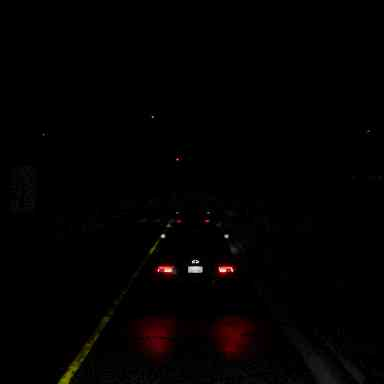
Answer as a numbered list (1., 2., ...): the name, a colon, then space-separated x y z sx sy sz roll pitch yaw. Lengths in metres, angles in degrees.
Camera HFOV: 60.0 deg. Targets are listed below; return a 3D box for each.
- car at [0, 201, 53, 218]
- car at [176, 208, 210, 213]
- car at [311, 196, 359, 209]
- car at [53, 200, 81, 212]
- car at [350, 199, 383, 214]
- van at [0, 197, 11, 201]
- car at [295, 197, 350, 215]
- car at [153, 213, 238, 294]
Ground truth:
1. car: -15.369 1.730 30.301 4.206 1.307 1.802 -1 1 0
2. car: 0.048 1.551 18.162 1.994 1.385 4.181 0 0 0
3. car: 16.626 1.237 38.849 4.829 1.417 1.752 -1 1 0
4. car: -15.556 1.589 38.824 4.829 1.417 1.752 -1 1 0
5. car: 16.978 1.344 30.325 4.403 1.369 2.008 -1 1 0
6. van: -21.067 1.460 38.816 3.998 1.788 1.690 -1 1 0
7. car: 11.600 1.421 30.321 4.313 1.339 1.947 -1 1 0
8. car: 0.074 1.543 8.935 2.033 1.411 5.357 0 0 0
